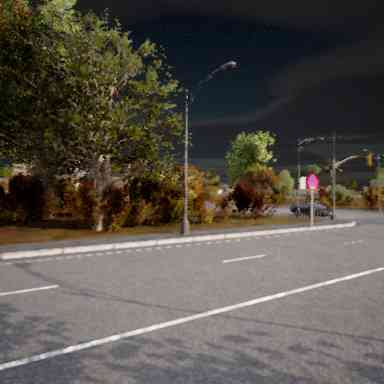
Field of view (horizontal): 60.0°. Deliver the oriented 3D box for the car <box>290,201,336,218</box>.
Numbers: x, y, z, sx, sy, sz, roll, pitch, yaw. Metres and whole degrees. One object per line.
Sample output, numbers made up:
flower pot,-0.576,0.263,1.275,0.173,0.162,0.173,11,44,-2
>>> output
car,12.506,1.801,34.594,1.837,1.490,4.892,1,3,-32
